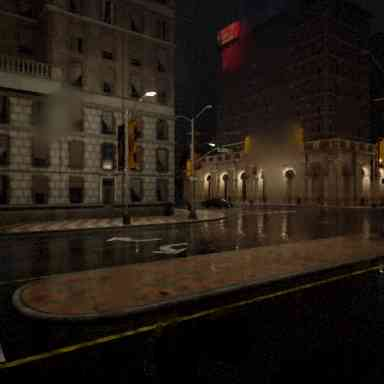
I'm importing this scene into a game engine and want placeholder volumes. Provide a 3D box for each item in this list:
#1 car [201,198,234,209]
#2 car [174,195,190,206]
[{"bbox_3d":[3.454,1.547,46.941,2.033,1.411,5.357,0,0,-36],"label":"car"},{"bbox_3d":[-2.256,1.525,54.998,1.812,1.442,4.674,0,0,-35],"label":"car"}]
